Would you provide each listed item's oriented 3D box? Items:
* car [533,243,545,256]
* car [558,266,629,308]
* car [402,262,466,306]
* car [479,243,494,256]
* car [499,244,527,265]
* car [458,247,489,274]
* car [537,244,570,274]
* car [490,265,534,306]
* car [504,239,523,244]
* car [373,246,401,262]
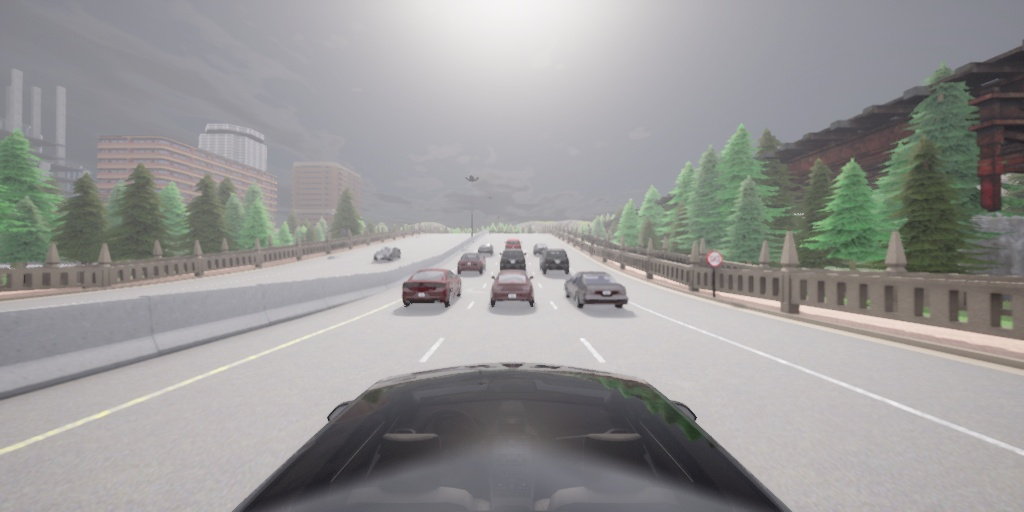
[{"bbox_3d":[3.682,-0.916,45.805,1.812,1.442,4.674,0,7,0],"label":"car"},{"bbox_3d":[3.515,1.370,15.810,2.033,1.411,5.357,0,1,0],"label":"car"},{"bbox_3d":[-3.479,1.291,16.301,1.882,1.535,5.008,0,1,0],"label":"car"},{"bbox_3d":[-3.318,-0.949,45.852,2.128,1.511,4.902,0,7,0],"label":"car"},{"bbox_3d":[0.085,0.343,30.744,2.150,2.045,5.566,0,5,0],"label":"car"},{"bbox_3d":[-3.413,0.471,30.841,2.097,1.767,4.553,0,4,0],"label":"car"},{"bbox_3d":[3.585,0.343,30.709,2.150,2.045,5.566,0,5,0],"label":"car"},{"bbox_3d":[0.020,1.341,16.199,1.812,1.442,4.674,0,1,0],"label":"car"},{"bbox_3d":[0.182,-1.228,45.832,2.150,2.045,5.566,0,7,0],"label":"car"},{"bbox_3d":[-13.864,-0.270,40.034,2.128,1.511,4.902,0,6,1],"label":"car"}]
